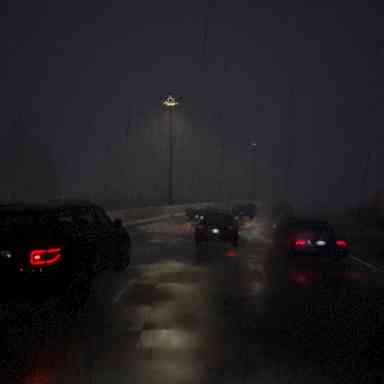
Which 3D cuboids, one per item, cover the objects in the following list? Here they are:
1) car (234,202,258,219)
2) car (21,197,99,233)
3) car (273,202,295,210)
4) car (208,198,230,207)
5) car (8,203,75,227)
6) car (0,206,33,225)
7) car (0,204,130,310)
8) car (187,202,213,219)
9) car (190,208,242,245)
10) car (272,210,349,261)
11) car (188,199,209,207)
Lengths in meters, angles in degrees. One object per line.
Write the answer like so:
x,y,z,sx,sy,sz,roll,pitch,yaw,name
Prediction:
5.255,1.744,32.431,2.128,1.511,4.902,0,0,18,car
-8.544,1.394,22.242,2.150,2.045,5.566,0,0,11,car
8.911,1.743,32.321,2.128,1.511,4.902,0,0,19,car
5.221,1.996,63.417,1.837,1.490,4.892,-1,-1,35,car
-11.381,1.691,25.600,2.128,1.511,4.902,0,0,13,car
-14.882,1.804,26.071,1.895,1.301,4.718,0,0,13,car
-3.137,1.285,8.168,2.150,2.045,5.566,0,-1,3,car
1.089,1.843,31.086,1.895,1.301,4.718,0,0,17,car
1.327,1.693,16.502,1.994,1.385,4.181,0,0,8,car
4.282,1.648,12.783,2.033,1.411,5.357,0,0,7,car
1.324,2.096,63.890,1.895,1.301,4.718,0,-1,34,car
